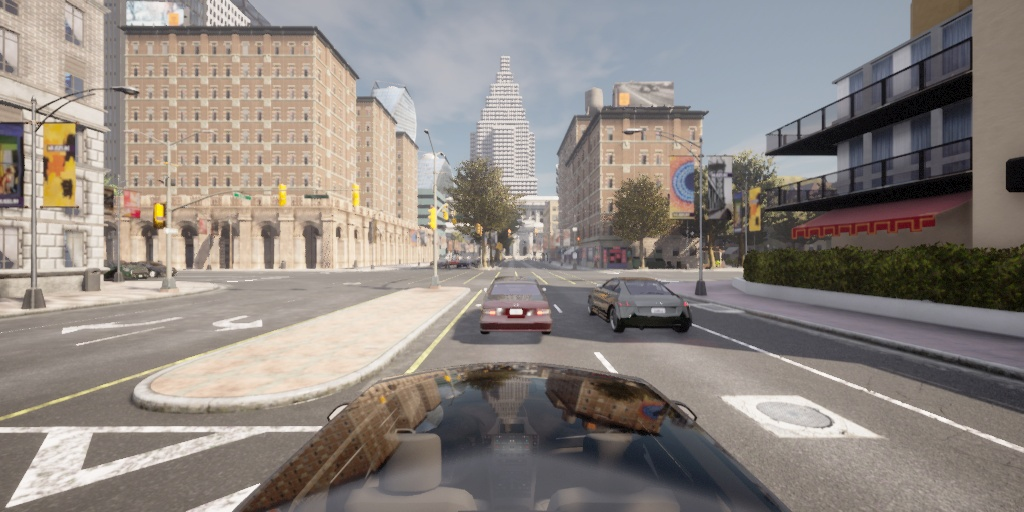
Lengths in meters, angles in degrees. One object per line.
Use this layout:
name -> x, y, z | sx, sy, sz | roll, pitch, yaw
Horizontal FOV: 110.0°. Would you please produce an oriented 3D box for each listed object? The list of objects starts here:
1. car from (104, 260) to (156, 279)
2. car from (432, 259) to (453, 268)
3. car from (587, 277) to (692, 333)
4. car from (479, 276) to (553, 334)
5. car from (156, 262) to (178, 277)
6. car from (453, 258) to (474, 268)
car -> -33.352, 1.097, 30.026 | 4.553, 1.767, 2.097 | 0, 0, 0
car -> -11.634, 1.265, 60.276 | 1.812, 1.442, 4.674 | 0, 0, 0
car -> 3.588, 1.312, 10.801 | 1.994, 1.385, 4.181 | 0, 0, 0
car -> 0.091, 1.296, 10.541 | 2.033, 1.411, 5.357 | 0, 0, 0
car -> -34.195, 1.249, 33.522 | 4.892, 1.490, 1.837 | 0, 0, 0
car -> -8.133, 1.340, 60.398 | 1.895, 1.301, 4.718 | 0, 0, 0
